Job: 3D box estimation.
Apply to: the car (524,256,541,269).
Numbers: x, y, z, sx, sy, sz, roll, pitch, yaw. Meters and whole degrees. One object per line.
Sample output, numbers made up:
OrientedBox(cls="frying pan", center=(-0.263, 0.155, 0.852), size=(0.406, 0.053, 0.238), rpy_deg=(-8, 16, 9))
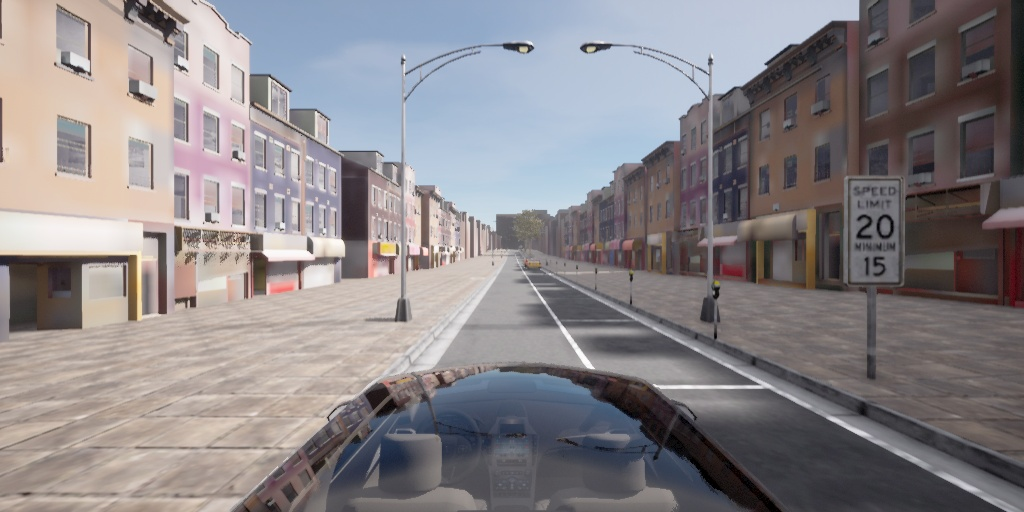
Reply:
OrientedBox(cls="car", center=(3.025, 1.001, 50.092), size=(1.801, 1.575, 5.366), rpy_deg=(0, 1, 0))
